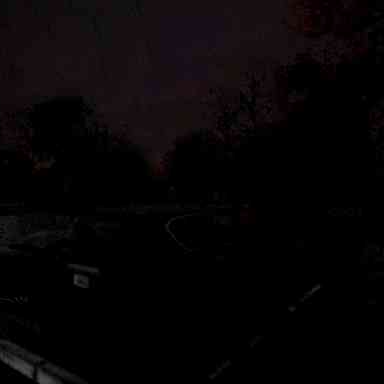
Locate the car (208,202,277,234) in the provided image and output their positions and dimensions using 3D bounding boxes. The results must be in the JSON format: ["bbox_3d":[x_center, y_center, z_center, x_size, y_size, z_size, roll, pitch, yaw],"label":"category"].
[{"bbox_3d":[3.207,1.459,20.212,2.097,1.535,5.008,0,0,36],"label":"car"}]

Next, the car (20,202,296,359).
[{"bbox_3d":[0.164,1.214,6.359,2.435,2.045,5.566,0,0,35],"label":"car"}]

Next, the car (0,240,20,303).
[{"bbox_3d":[-2.137,1.463,7.957,2.231,1.521,4.892,0,0,35],"label":"car"}]

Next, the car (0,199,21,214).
[{"bbox_3d":[-19.984,1.584,36.754,2.002,1.452,4.674,0,0,35],"label":"car"}]

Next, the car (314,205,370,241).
[{"bbox_3d":[7.747,1.462,16.988,2.097,1.535,5.008,0,0,35],"label":"car"}]

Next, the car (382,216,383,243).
[{"bbox_3d":[10.015,1.509,15.369,2.002,1.452,4.674,0,0,35],"label":"car"}]
